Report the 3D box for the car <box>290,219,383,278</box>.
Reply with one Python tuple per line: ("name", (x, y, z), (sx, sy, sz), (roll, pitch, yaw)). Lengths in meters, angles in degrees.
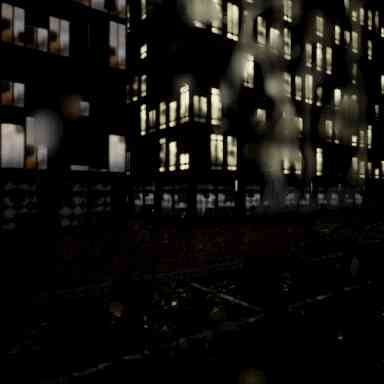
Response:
("car", (4.792, 1.532, 9.978), (4.403, 1.369, 2.008), (0, 0, -36))
